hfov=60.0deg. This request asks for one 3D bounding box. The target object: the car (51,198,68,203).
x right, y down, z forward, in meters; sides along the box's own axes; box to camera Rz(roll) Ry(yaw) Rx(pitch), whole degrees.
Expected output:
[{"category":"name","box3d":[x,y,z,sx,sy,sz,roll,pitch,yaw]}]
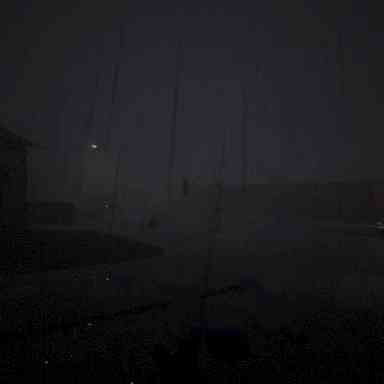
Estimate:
[{"category":"car","box3d":[-20.233,1.643,50.473,2.128,1.511,4.902,1,0,-36]}]

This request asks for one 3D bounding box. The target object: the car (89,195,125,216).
[{"category":"car","box3d":[-8.977,1.355,34.537,2.150,2.045,5.566,1,0,-35]}]
